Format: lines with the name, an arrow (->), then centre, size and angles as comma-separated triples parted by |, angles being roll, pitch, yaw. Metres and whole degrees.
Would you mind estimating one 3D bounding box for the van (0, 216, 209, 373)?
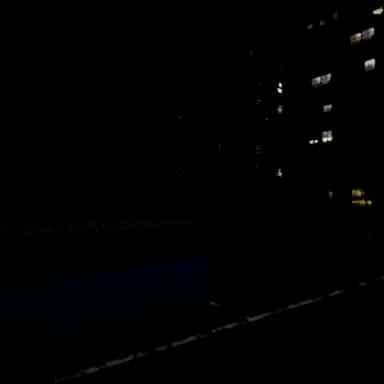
van -> -1.599, 1.337, 5.350 | 3.998, 1.788, 1.690 | 0, 1, -35
